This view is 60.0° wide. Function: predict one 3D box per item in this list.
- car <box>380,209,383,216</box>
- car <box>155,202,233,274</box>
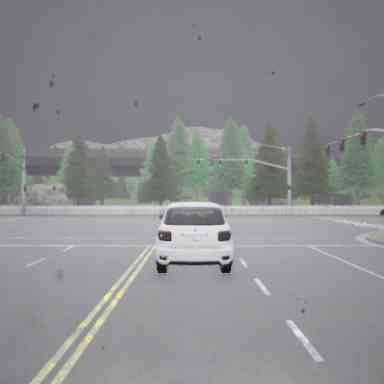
[{"bbox_3d":[21.348,1.891,33.496,4.181,1.385,1.994,0,-1,0],"label":"car"},{"bbox_3d":[0.027,1.349,11.194,2.150,2.045,5.566,0,-1,-1],"label":"car"}]
